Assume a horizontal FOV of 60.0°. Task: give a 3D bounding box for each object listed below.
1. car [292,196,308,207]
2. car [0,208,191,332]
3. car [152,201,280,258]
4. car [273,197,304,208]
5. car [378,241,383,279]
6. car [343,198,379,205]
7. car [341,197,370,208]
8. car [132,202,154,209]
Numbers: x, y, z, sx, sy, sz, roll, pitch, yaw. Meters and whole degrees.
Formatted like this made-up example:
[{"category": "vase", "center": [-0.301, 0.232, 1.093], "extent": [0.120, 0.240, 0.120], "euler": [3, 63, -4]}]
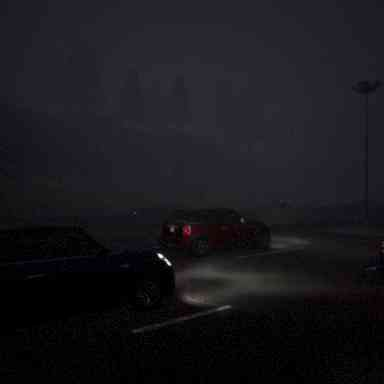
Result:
[{"category": "car", "center": [14.880, 1.421, 48.545], "extent": [4.553, 1.767, 2.097], "euler": [0, 0, -34]}, {"category": "car", "center": [-2.533, 1.354, 6.238], "extent": [4.553, 1.767, 2.097], "euler": [0, 0, -36]}, {"category": "car", "center": [1.029, 1.366, 13.078], "extent": [4.553, 1.767, 2.097], "euler": [0, 0, -35]}, {"category": "car", "center": [9.425, 1.597, 36.387], "extent": [5.357, 1.411, 2.033], "euler": [0, 0, -35]}, {"category": "car", "center": [6.867, 1.370, 8.645], "extent": [4.553, 1.767, 2.097], "euler": [0, 0, -35]}, {"category": "car", "center": [20.262, 1.561, 39.514], "extent": [4.902, 1.511, 2.128], "euler": [0, 0, -34]}, {"category": "car", "center": [25.196, 1.617, 51.150], "extent": [4.674, 1.442, 1.812], "euler": [-1, 0, -34]}, {"category": "car", "center": [-3.343, 1.626, 31.691], "extent": [4.718, 1.301, 1.895], "euler": [0, 0, -35]}]
